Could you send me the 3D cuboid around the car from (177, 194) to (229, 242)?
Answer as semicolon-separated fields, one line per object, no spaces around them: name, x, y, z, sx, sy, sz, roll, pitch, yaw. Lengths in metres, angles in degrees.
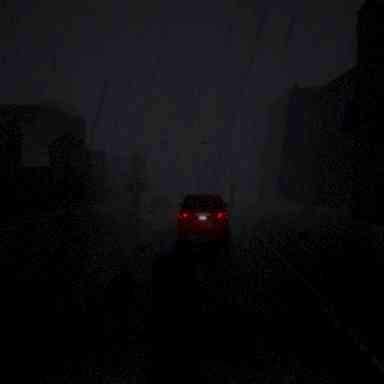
car;0.540;1.104;15.845;2.150;2.045;5.566;0;0;2

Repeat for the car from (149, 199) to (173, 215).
car;-2.765;1.313;30.941;2.033;1.411;5.357;0;0;1

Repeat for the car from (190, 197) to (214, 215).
car;0.939;1.251;32.179;2.128;1.511;4.902;0;0;1

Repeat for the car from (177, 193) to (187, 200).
car;-2.154;1.003;72.040;1.895;1.301;4.718;0;1;1
